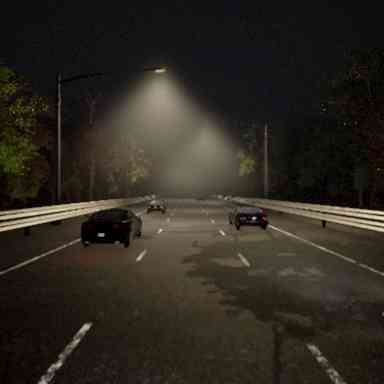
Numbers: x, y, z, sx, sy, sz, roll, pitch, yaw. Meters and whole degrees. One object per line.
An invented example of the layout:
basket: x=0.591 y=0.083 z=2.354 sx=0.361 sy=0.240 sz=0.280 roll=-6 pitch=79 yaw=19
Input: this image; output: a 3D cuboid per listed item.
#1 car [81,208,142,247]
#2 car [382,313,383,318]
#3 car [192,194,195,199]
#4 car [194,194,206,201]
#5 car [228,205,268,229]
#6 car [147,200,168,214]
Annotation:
car: x=-3.457 y=1.479 z=15.099 sx=1.882 sy=1.535 sz=5.008 roll=0 pitch=0 yaw=0
car: x=3.594 y=1.601 z=2.514 sx=1.895 sy=1.301 sz=4.718 roll=0 pitch=0 yaw=0
car: x=1.870 y=1.516 z=90.787 sx=1.994 sy=1.385 sz=4.181 roll=0 pitch=0 yaw=-2
car: x=2.238 y=1.443 z=79.756 sx=1.882 sy=1.535 sz=5.008 roll=0 pitch=0 yaw=-2
car: x=3.499 y=1.548 z=21.385 sx=2.033 sy=1.411 sz=5.357 roll=0 pitch=0 yaw=-1
car: x=-3.662 y=1.543 z=35.405 sx=2.033 sy=1.411 sz=5.357 roll=0 pitch=0 yaw=-1
